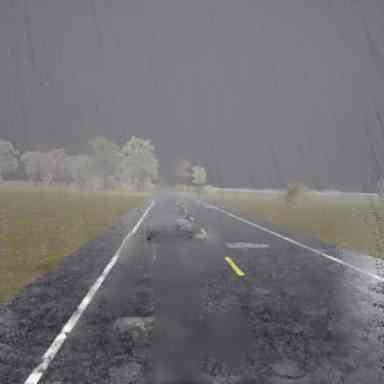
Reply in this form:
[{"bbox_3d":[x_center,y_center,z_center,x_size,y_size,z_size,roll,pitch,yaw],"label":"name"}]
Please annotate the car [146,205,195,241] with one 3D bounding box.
[{"bbox_3d":[-0.999,1.315,15.077,1.994,1.385,4.181,1,1,-5],"label":"car"}]
